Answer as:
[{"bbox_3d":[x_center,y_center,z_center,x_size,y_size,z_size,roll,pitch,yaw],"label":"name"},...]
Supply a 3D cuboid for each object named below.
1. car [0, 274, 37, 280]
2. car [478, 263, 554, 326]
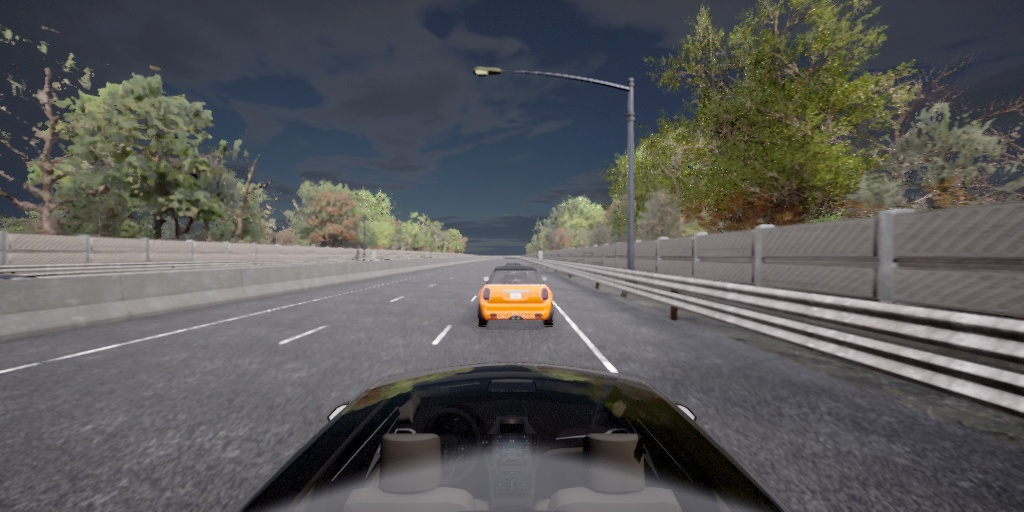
[{"bbox_3d":[-17.511,1.290,11.773,1.994,1.385,4.181,0,0,0],"label":"car"},{"bbox_3d":[0.101,1.077,11.656,2.097,1.767,4.553,0,0,0],"label":"car"}]
